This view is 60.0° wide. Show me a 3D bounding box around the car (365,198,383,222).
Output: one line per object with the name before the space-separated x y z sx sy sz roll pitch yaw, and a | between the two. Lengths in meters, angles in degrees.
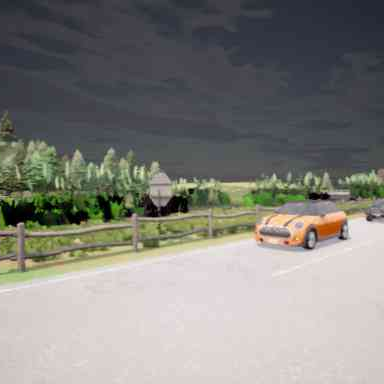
car | 12.844 1.120 21.573 4.892 1.490 1.837 -2 1 -44

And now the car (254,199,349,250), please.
car | 4.475 1.130 13.372 4.553 1.767 2.097 -1 1 -44
